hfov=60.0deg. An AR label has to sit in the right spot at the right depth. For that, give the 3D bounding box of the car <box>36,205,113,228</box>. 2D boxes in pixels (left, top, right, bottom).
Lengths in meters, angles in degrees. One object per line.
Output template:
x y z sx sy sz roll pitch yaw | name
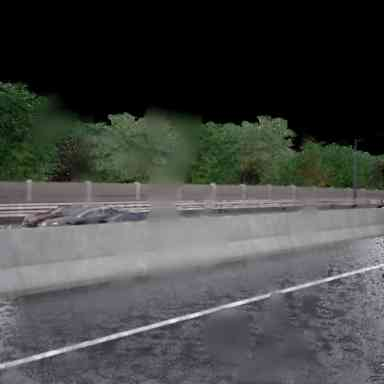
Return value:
-5.200 1.481 17.476 4.902 1.511 2.128 0 0 -35 | car

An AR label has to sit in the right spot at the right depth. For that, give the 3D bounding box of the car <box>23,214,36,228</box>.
-7.584 1.516 20.076 4.674 1.442 1.812 0 0 -35 | car

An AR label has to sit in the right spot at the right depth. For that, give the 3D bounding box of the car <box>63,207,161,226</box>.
-3.121 1.554 14.659 4.181 1.385 1.994 0 0 -35 | car

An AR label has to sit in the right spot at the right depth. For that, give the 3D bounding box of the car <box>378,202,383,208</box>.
27.349 1.683 44.915 5.357 1.411 2.033 1 -1 -35 | car
